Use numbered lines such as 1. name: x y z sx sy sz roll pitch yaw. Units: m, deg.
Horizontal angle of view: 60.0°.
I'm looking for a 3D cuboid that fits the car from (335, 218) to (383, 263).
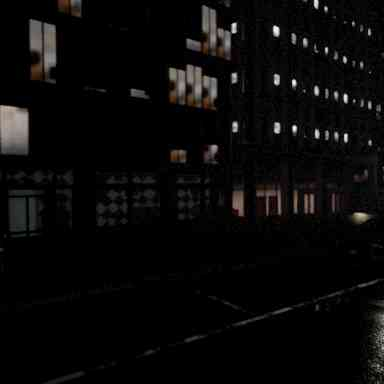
1. car: 6.669 1.563 11.325 4.507 1.381 1.887 0 -1 -35
